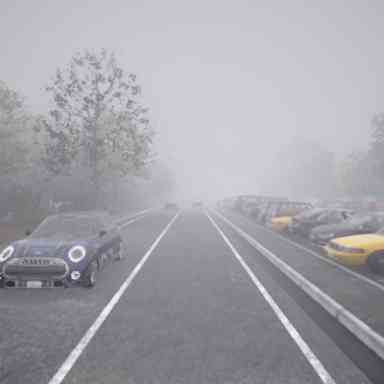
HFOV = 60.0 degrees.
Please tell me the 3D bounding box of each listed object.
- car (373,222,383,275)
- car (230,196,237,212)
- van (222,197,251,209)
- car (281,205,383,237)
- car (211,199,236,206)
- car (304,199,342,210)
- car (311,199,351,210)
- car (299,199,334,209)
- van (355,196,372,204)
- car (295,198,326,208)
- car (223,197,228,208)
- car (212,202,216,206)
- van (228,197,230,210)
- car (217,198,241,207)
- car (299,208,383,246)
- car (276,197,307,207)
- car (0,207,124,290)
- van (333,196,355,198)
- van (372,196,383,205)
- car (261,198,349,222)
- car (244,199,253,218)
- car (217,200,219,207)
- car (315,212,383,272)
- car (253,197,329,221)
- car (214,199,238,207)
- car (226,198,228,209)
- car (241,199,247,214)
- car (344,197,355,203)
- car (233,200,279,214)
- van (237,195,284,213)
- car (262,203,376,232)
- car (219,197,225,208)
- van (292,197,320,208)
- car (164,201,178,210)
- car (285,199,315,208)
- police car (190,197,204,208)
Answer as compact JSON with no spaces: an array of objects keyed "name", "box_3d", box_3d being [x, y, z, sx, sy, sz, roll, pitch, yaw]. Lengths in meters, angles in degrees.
[{"name":"car","box_3d":[6.990,1.544,7.254,4.792,1.488,2.163,0,0,0]},{"name":"car","box_3d":[7.141,1.357,35.016,5.566,2.045,2.435,0,0,0]},{"name":"van","box_3d":[7.295,1.746,54.429,4.442,1.987,1.878,0,-1,0]},{"name":"car","box_3d":[7.041,1.544,15.582,4.892,1.521,2.231,0,0,0]},{"name":"car","box_3d":[7.058,2.396,73.839,5.366,1.575,1.946,0,-1,0]},{"name":"car","box_3d":[20.243,1.912,51.418,5.008,1.535,2.097,0,-1,0]},{"name":"car","box_3d":[20.233,1.859,48.649,4.892,1.521,2.231,0,-1,0]},{"name":"car","box_3d":[20.252,1.968,54.314,5.008,1.535,2.097,0,-1,0]},{"name":"van","box_3d":[20.076,1.381,34.955,4.442,1.987,1.878,0,-1,0]},{"name":"car","box_3d":[20.235,1.894,56.961,4.553,1.767,2.185,0,-1,0]},{"name":"car","box_3d":[7.120,1.839,46.099,4.792,1.488,2.163,0,-1,0]},{"name":"car","box_3d":[7.178,1.883,62.757,5.566,2.045,2.435,0,-1,0]},{"name":"van","box_3d":[7.015,1.476,40.552,4.442,1.987,1.878,0,-1,0]},{"name":"car","box_3d":[7.247,2.065,65.526,4.553,1.767,2.185,0,-1,0]},{"name":"car","box_3d":[7.044,1.534,12.806,4.892,1.521,2.231,0,0,0]},{"name":"car","box_3d":[20.332,1.992,68.038,5.566,2.045,2.435,0,-1,0]},{"name":"car","box_3d":[-3.341,1.373,9.287,2.097,1.767,4.553,0,0,0]},{"name":"van","box_3d":[20.094,1.471,40.346,4.442,1.987,1.878,0,-1,0]},{"name":"van","box_3d":[20.299,1.371,32.051,4.442,1.987,1.878,0,0,0]},{"name":"car","box_3d":[7.034,1.436,21.135,4.553,1.767,2.185,0,0,0]},{"name":"car","box_3d":[7.079,1.580,26.687,5.008,1.535,2.097,0,0,0]},{"name":"car","box_3d":[7.190,2.066,57.200,4.674,1.452,2.002,0,-1,0]},{"name":"car","box_3d":[6.843,1.521,10.031,5.366,1.575,1.946,0,0,0]},{"name":"car","box_3d":[7.044,1.445,23.911,4.553,1.767,2.185,0,0,0]},{"name":"car","box_3d":[7.240,2.323,71.070,4.892,1.521,2.231,0,-1,0]},{"name":"car","box_3d":[7.143,1.796,43.322,4.674,1.452,2.002,0,-1,0]},{"name":"car","box_3d":[7.096,1.630,29.463,4.674,1.452,2.002,0,0,0]},{"name":"car","box_3d":[20.206,1.642,37.571,5.008,1.535,2.097,0,-1,0]},{"name":"car","box_3d":[7.151,1.677,37.765,4.792,1.488,2.163,0,-1,0]},{"name":"van","box_3d":[6.986,1.373,32.240,4.442,1.987,1.878,0,0,0]},{"name":"car","box_3d":[6.871,1.549,18.359,5.366,1.575,1.946,0,0,0]},{"name":"car","box_3d":[7.174,1.918,51.649,5.008,1.535,2.097,0,-1,0]},{"name":"van","box_3d":[20.393,1.848,59.732,4.442,1.987,1.878,0,-1,0]},{"name":"car","box_3d":[-3.226,2.024,51.142,1.895,1.301,4.718,0,-1,1]},{"name":"car","box_3d":[20.279,2.129,62.498,4.892,1.521,2.231,0,-1,0]},{"name":"police car","box_3d":[1.096,2.032,60.498,1.930,1.638,5.238,0,-1,0]}]
